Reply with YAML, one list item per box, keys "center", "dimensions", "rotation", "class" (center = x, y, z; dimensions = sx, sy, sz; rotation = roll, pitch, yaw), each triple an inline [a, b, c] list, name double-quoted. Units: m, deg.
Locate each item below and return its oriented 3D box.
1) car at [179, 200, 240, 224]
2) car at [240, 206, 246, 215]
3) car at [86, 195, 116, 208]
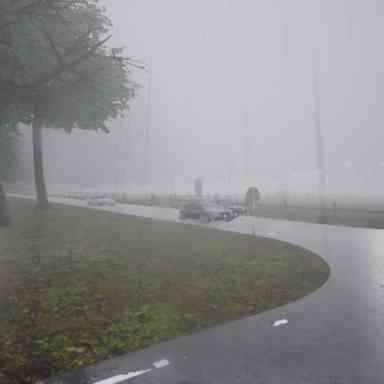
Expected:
- center: [0.881, 1.281, 22.183]
  dimensions: [1.994, 1.385, 4.181]
  rotation: [-1, 2, -36]
  class: "car"
- center: [1.903, 1.237, 25.591]
  dimensions: [1.895, 1.301, 4.718]
  rotation: [-1, 2, -34]
  class: "car"
- center: [-10.350, 1.023, 37.827]
  dimensions: [1.895, 1.301, 4.718]
  rotation: [-1, 1, -36]
  class: "car"
